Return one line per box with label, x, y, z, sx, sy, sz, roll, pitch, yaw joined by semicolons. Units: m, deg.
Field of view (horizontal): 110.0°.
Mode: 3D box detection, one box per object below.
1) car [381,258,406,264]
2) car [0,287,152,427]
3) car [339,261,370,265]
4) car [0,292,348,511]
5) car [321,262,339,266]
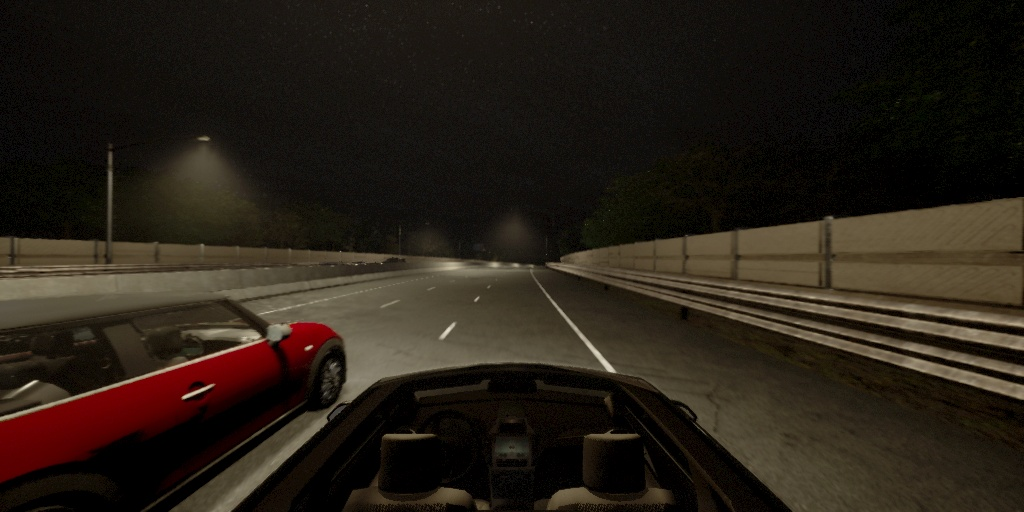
car;-16.572;1.241;50.454;2.150;2.045;5.566;0;-1;3
car;-6.890;1.246;3.502;1.837;1.490;4.892;0;0;0
car;-20.195;1.459;47.464;2.128;1.511;4.902;0;-1;3
car;-3.389;1.100;3.288;2.097;1.767;4.553;0;0;0
car;-23.695;1.504;47.344;2.033;1.411;5.357;0;-1;3
